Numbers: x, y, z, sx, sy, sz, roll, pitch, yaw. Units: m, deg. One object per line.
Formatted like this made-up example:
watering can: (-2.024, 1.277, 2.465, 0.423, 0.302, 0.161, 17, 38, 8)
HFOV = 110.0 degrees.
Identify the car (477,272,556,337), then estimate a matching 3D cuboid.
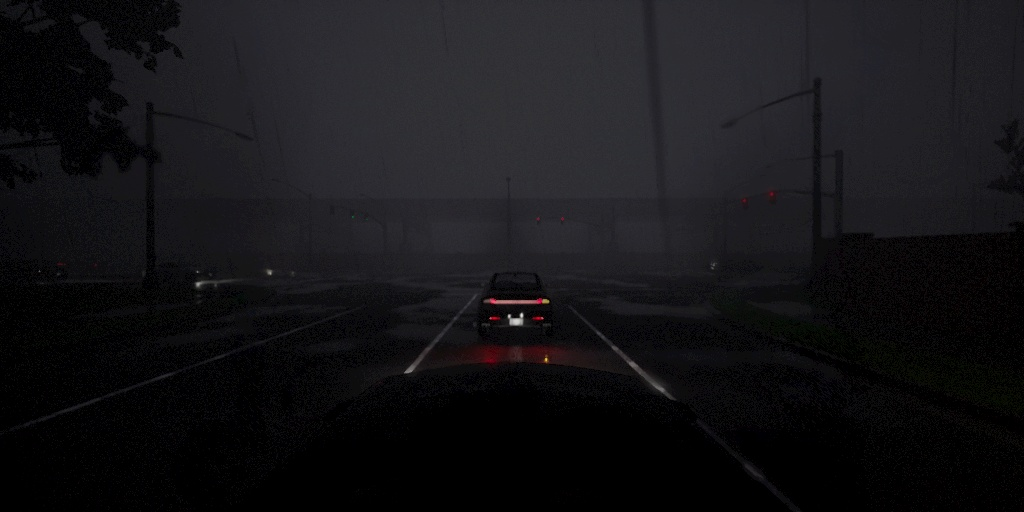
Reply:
car: (0.099, 1.194, 10.135, 2.128, 1.511, 4.902, 0, 0, 0)

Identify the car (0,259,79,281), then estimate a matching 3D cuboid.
car: (-36.569, 1.094, 27.051, 4.902, 1.511, 2.128, 0, 0, 2)

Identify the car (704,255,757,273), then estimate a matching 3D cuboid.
car: (21.872, 0.786, 36.094, 4.553, 1.767, 2.097, -1, 0, 2)

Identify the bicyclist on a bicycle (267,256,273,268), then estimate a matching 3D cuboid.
bicyclist on a bicycle: (-31.583, 0.790, 46.799, 0.582, 1.620, 1.656, 0, 1, -33)

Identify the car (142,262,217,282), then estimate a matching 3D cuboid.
car: (-24.683, 1.132, 26.671, 4.674, 1.442, 1.812, 0, 0, 2)

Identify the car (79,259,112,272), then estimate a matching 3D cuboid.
car: (-49.647, 1.068, 41.449, 5.357, 1.411, 2.033, 0, 0, 2)

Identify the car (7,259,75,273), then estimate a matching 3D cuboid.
car: (-49.743, 1.046, 37.950, 4.892, 1.490, 1.837, 0, 0, 2)

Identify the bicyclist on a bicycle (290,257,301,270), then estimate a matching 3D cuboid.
bicyclist on a bicycle: (-27.031, 0.955, 44.709, 0.582, 1.620, 1.656, 0, 1, 14)
